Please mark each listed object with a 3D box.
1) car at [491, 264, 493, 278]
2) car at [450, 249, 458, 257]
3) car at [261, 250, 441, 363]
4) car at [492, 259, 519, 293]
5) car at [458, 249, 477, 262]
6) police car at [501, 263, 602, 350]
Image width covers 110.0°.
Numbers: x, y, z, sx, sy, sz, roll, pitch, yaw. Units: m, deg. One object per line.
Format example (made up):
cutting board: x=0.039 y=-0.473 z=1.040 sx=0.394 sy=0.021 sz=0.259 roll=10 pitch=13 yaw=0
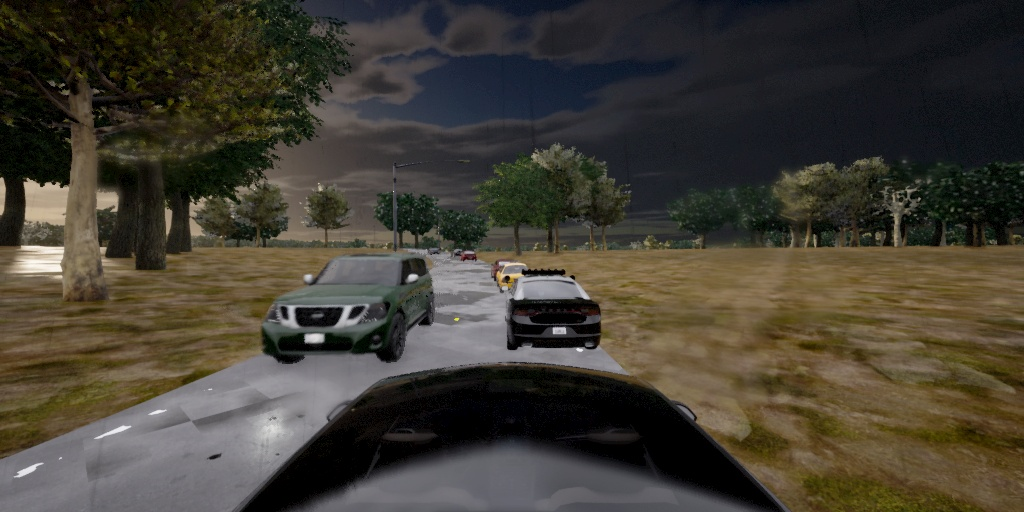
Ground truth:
car: x=-0.464 y=0.930 z=25.167 sx=1.812 sy=1.442 sz=4.674 roll=-1 pitch=1 yaw=-7
car: x=-9.661 y=-0.568 z=63.369 sx=1.837 sy=1.490 sz=4.892 roll=0 pitch=3 yaw=-19
car: x=-3.267 y=0.946 z=8.501 sx=2.150 sy=2.045 sz=5.566 roll=0 pitch=0 yaw=-2
car: x=0.120 y=1.017 z=19.309 sx=1.801 sy=1.575 sz=5.366 roll=-2 pitch=2 yaw=-5
car: x=-6.215 y=-0.035 z=51.198 sx=1.882 sy=1.535 sz=5.008 roll=0 pitch=2 yaw=-14
police car: x=0.777 y=1.143 z=9.146 sx=1.930 sy=1.638 sz=5.238 roll=0 pitch=0 yaw=-2
